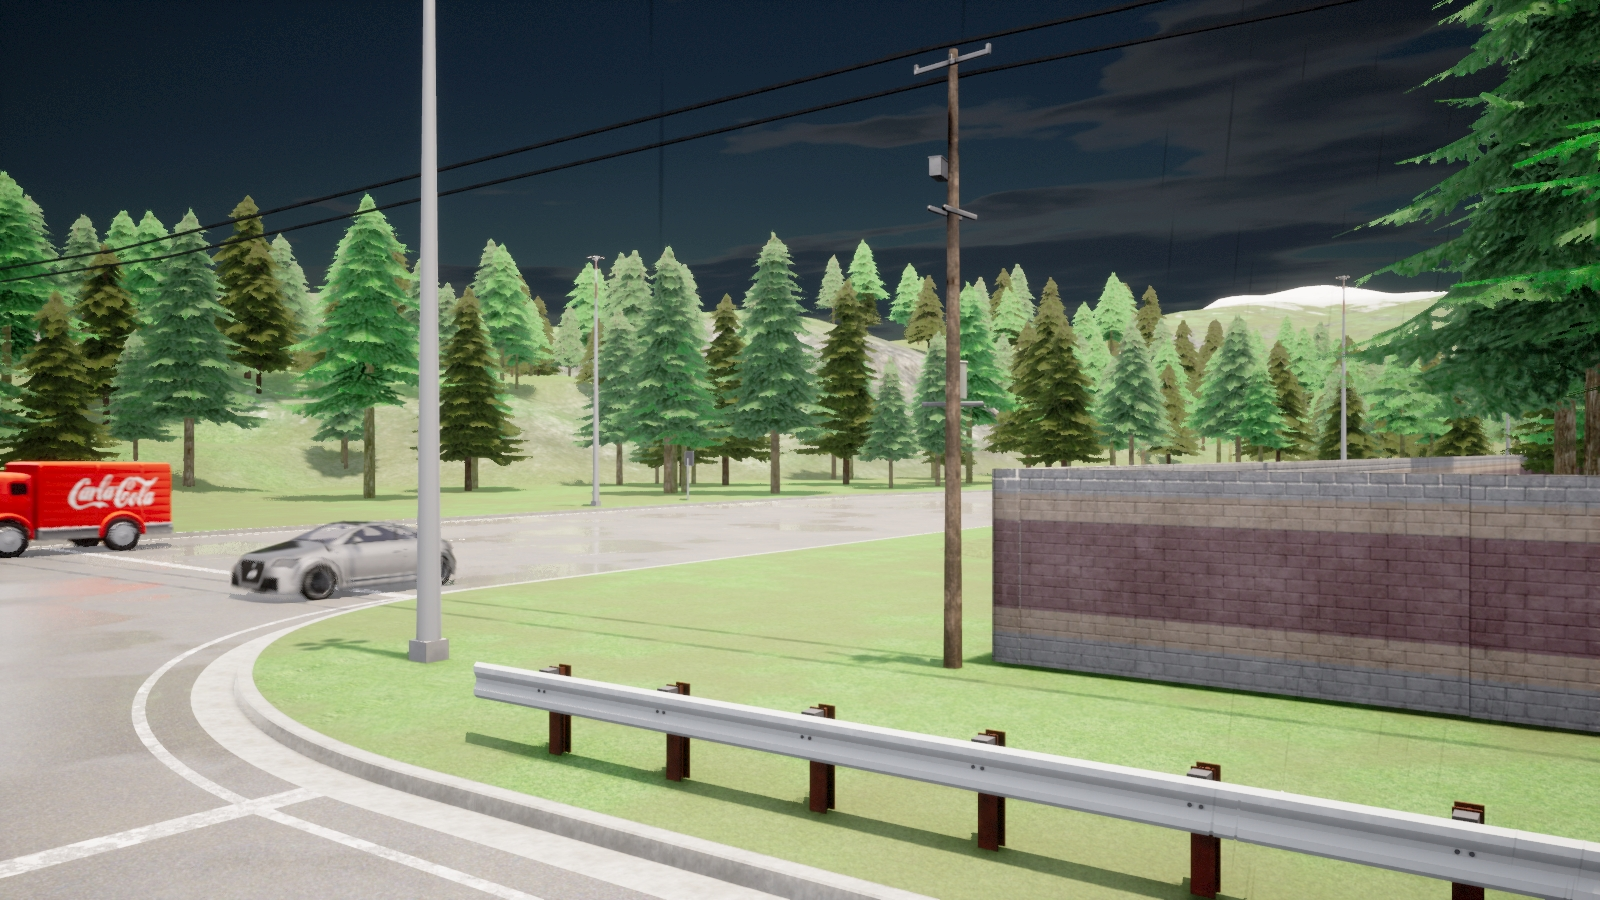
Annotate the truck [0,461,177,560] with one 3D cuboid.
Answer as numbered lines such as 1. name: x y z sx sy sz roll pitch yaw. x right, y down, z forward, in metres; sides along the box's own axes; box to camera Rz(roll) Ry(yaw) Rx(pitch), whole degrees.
1. truck: -20.218 1.548 30.990 2.627 2.467 5.204 0 0 35

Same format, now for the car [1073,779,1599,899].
1. car: 3.010 1.982 1.681 5.238 1.638 2.097 0 0 35

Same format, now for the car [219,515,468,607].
1. car: -8.944 2.105 22.686 1.994 1.385 4.181 0 0 35
